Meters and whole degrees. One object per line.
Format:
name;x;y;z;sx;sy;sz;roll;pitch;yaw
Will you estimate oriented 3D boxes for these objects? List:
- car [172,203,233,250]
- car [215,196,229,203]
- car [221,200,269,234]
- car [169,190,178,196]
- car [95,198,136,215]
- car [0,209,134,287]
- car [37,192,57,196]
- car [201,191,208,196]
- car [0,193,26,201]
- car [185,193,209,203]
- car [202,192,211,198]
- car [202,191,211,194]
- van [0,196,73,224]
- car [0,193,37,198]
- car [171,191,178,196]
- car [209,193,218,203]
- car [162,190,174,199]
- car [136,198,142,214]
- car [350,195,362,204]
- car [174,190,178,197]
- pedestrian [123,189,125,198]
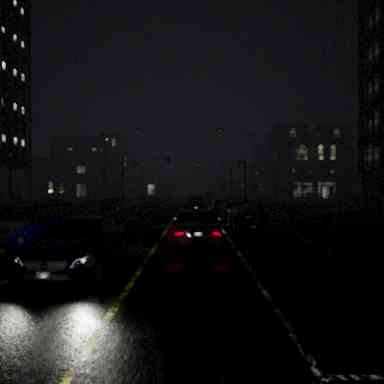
car;0.216;1.376;13.276;2.033;1.411;5.357;0;1;0
car;2.900;1.248;23.127;1.887;1.381;4.507;0;1;1
car;2.850;1.327;17.436;2.008;1.369;4.403;0;1;1
car;-4.892;0.301;89.067;1.967;1.590;4.097;0;1;1
car;-5.479;1.140;23.217;1.967;1.590;4.097;0;1;1
car;-3.019;1.407;9.117;1.812;1.442;4.674;0;1;1
car;-24.957;0.726;55.548;4.829;1.417;1.752;0;0;1
car;3.536;0.345;94.502;2.008;1.369;4.403;0;1;1
car;-30.323;0.757;55.679;4.206;1.307;1.802;0;0;1
car;0.380;1.099;31.568;1.837;1.490;4.892;0;1;1
car;3.389;0.585;77.937;1.802;1.307;4.206;0;1;1
car;3.290;0.710;66.896;1.947;1.339;4.313;0;1;1
van;-5.580;1.187;11.833;1.690;1.788;3.998;0;1;1
car;-24.993;0.814;47.167;4.403;1.369;2.008;0;0;1
car;-4.845;0.319;94.420;1.752;1.417;4.829;0;1;1
car;3.002;1.108;34.510;2.008;1.369;4.403;0;1;1
car;-5.090;0.723;66.984;1.802;1.307;4.206;0;1;1
car;-5.429;1.178;28.910;2.008;1.369;4.403;0;1;1
car;24.056;1.095;45.943;4.206;1.307;1.802;0;0;1
car;-4.991;0.551;78.026;2.008;1.369;4.403;0;1;1
pedestrian;-12.034;0.382;58.174;0.375;1.860;0.375;0;0;1
